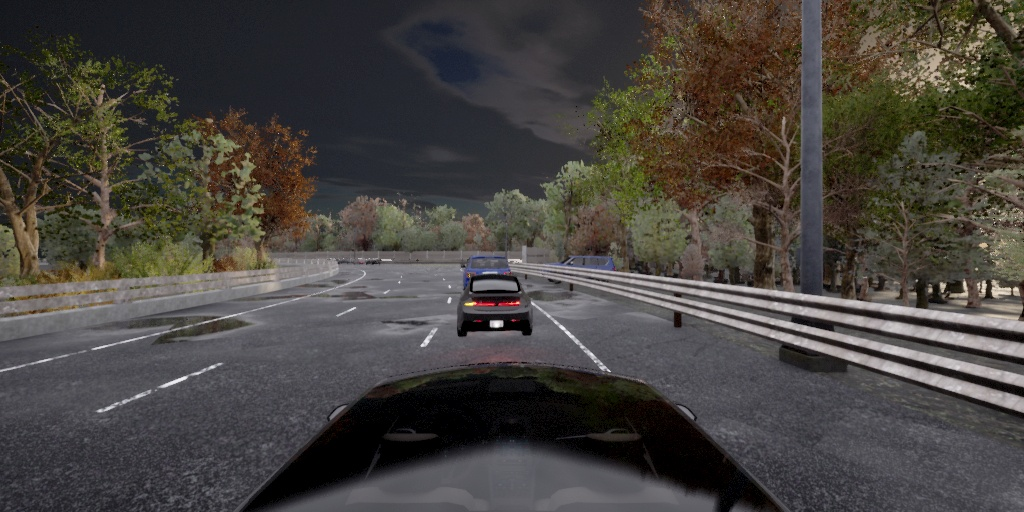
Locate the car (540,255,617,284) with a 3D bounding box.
[{"bbox_3d":[4.821,0.966,26.120,5.566,2.045,2.150,2,2,-6],"label":"car"}]

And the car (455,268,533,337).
[{"bbox_3d":[-0.555,1.254,10.339,1.837,1.490,4.892,0,0,-5],"label":"car"}]

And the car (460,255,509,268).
[{"bbox_3d":[-1.325,0.970,17.812,2.150,2.045,5.566,0,0,-9],"label":"car"}]
